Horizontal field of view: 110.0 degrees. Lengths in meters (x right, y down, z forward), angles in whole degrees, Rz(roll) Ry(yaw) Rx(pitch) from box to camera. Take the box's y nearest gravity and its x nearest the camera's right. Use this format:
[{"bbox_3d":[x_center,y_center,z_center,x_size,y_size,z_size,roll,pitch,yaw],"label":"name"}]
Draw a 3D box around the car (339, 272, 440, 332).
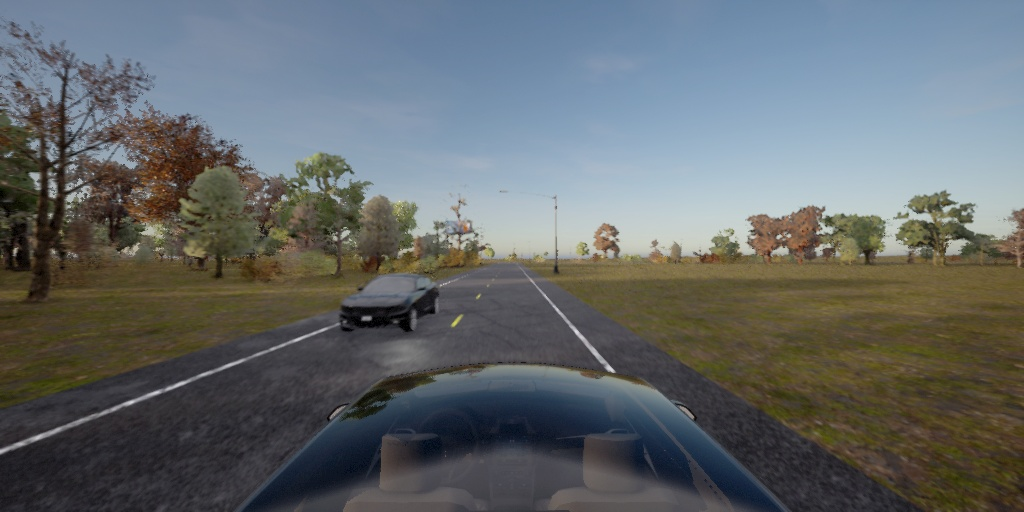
[{"bbox_3d":[-3.597,1.295,11.376,1.882,1.535,5.008,0,0,0],"label":"car"}]
